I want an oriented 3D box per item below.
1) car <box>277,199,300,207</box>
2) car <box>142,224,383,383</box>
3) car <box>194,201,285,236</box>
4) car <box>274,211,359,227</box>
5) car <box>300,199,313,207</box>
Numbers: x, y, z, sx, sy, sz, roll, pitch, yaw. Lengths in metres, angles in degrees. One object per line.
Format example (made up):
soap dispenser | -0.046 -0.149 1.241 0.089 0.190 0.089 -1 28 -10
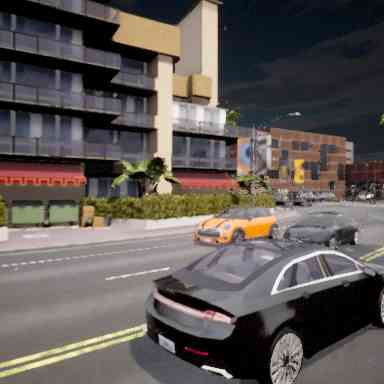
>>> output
car | 16.366 1.946 59.224 2.128 1.511 4.902 0 -1 -18
car | 1.583 1.533 5.347 4.902 1.511 2.128 0 0 -39
car | 2.192 1.468 15.673 2.097 1.767 4.553 0 -1 44
car | 5.658 1.616 14.206 1.837 1.490 4.892 0 0 43
car | 19.828 2.024 59.791 1.994 1.385 4.181 0 0 -16
